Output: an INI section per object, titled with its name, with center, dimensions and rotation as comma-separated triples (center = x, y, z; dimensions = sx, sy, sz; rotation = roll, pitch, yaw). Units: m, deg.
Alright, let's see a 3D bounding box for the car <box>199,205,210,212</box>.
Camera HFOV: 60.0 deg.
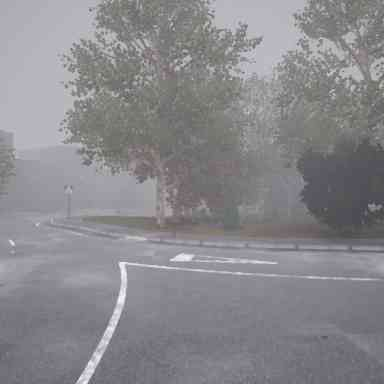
[car]
center = 3.882, 4.663, 93.764
dimensions = 2.435, 2.045, 5.566
rotation = 0, -2, 26
